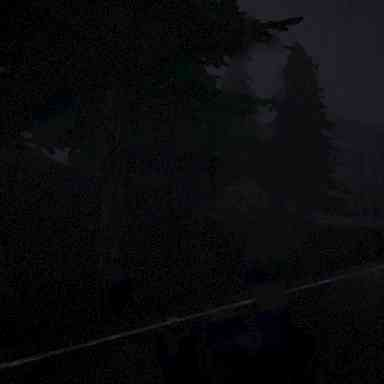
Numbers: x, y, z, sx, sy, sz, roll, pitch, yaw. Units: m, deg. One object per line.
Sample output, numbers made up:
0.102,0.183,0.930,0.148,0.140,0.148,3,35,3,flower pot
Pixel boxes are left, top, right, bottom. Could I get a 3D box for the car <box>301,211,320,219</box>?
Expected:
8.623,1.489,28.644,1.837,1.490,4.892,0,0,-35,car
